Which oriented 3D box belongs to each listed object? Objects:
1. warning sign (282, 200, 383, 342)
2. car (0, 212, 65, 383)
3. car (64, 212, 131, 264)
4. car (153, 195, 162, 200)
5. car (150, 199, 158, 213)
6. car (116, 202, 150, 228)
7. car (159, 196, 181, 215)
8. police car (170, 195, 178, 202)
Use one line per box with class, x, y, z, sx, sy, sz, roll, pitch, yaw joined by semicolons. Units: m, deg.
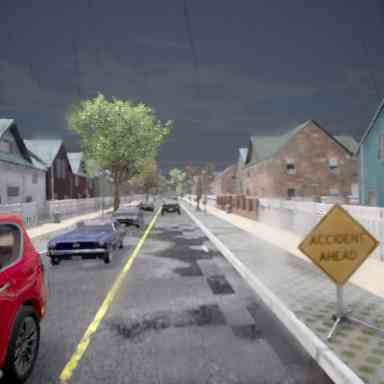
warning sign;2.235;1.083;5.077;1.300;1.860;1.060;-2;-1;-4
car;-2.922;1.267;2.392;2.150;2.045;5.566;-1;0;-4
car;-3.594;1.661;12.144;1.895;1.301;4.718;-1;0;-4
car;-7.833;1.375;76.657;1.837;1.490;4.892;-1;0;-4
car;-5.237;1.773;38.143;1.895;1.301;4.718;-1;0;-4
car;-4.304;1.625;22.824;2.033;1.411;5.357;-1;0;-3
car;-2.203;1.533;34.805;1.882;1.535;5.008;-1;0;-4
police car;-4.260;1.564;78.911;1.930;1.638;5.238;-1;0;-4
